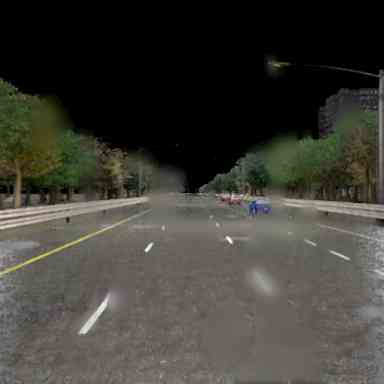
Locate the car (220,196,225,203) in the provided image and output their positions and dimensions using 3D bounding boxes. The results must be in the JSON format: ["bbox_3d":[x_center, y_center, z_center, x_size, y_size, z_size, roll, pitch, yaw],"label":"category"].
[{"bbox_3d":[7.106,1.539,72.588,1.882,1.535,5.008,0,0,0],"label":"car"}]

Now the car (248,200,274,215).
[{"bbox_3d":[7.008,1.507,33.996,1.882,1.535,5.008,0,0,0],"label":"car"}]

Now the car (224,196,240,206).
[{"bbox_3d":[7.046,1.566,56.589,1.812,1.442,4.674,0,0,0],"label":"car"}]
